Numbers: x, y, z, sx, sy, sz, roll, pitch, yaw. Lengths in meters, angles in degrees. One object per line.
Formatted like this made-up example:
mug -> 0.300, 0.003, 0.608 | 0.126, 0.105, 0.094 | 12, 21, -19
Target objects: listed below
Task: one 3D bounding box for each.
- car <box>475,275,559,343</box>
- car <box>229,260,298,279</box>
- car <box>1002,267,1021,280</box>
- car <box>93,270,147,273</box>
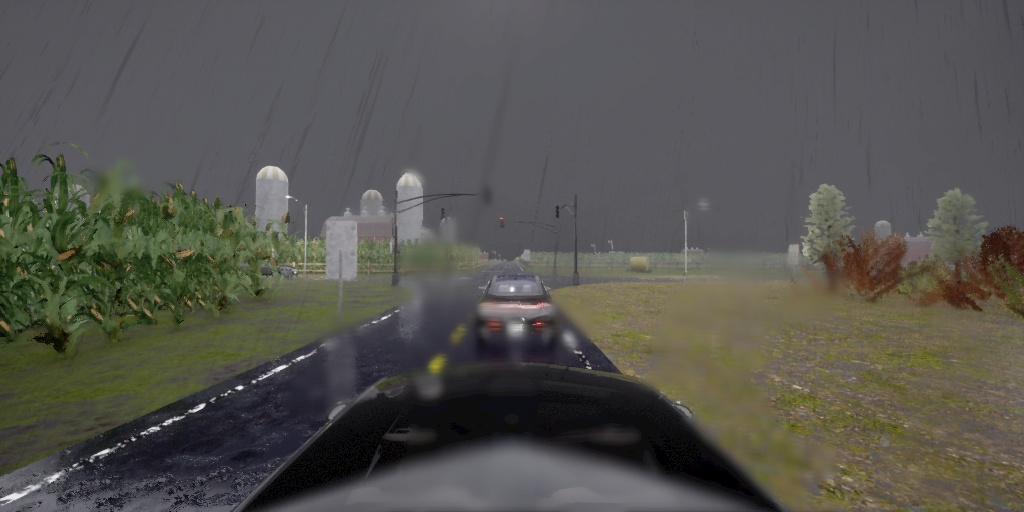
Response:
car -> 0.103, 1.245, 9.645 | 2.128, 1.511, 4.902 | 0, 0, 0
car -> -19.934, 1.059, 28.805 | 4.902, 1.511, 2.128 | 0, -1, -4
car -> 48.674, 1.720, 33.485 | 4.674, 1.442, 1.812 | 1, -1, -5
car -> -29.754, 1.036, 28.261 | 5.357, 1.411, 2.033 | 0, -1, -3
